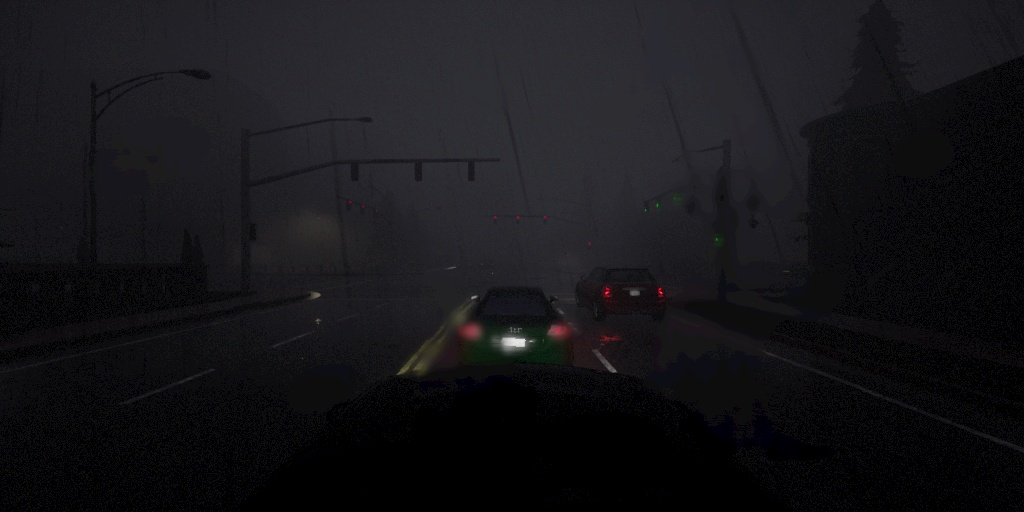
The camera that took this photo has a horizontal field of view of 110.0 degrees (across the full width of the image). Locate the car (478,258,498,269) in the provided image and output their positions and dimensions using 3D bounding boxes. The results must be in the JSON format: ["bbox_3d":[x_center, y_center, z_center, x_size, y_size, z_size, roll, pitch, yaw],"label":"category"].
[{"bbox_3d":[-3.601,1.100,54.462,2.097,1.767,4.553,0,0,0],"label":"car"}]

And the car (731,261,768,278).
[{"bbox_3d":[22.970,1.226,33.775,5.008,1.535,1.882,0,0,-2],"label":"car"}]

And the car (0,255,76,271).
[{"bbox_3d":[-34.855,0.970,26.824,5.566,2.045,2.150,0,0,0],"label":"car"}]

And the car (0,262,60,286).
[{"bbox_3d":[-33.100,1.275,23.337,4.674,1.442,1.812,0,0,0],"label":"car"}]

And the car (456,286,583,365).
[{"bbox_3d":[0.063,1.314,7.558,1.994,1.385,4.181,0,0,0],"label":"car"}]

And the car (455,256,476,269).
[{"bbox_3d":[-7.098,1.226,55.060,1.882,1.535,5.008,0,0,0],"label":"car"}]

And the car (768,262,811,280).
[{"bbox_3d":[24.960,1.253,30.390,4.892,1.490,1.837,0,0,-3],"label":"car"}]

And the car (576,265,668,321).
[{"bbox_3d":[3.579,1.102,12.570,2.097,1.767,4.553,0,0,0],"label":"car"}]
